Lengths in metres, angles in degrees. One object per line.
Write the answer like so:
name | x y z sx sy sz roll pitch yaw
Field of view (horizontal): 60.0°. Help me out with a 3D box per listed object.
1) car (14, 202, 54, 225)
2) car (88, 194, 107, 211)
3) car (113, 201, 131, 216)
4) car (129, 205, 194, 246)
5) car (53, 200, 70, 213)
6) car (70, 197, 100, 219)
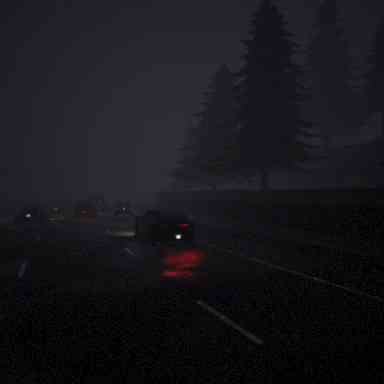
car | -11.923 1.629 25.025 1.994 1.385 4.181 0 0 -16
car | -12.052 1.307 42.030 2.150 2.045 5.566 0 0 -9
car | -6.913 1.607 33.450 2.033 1.411 5.357 0 0 -13
car | -1.430 1.526 15.559 1.837 1.490 4.892 0 0 -21
car | -14.823 1.616 37.474 1.812 1.442 4.674 0 0 -11
car | -9.765 1.543 30.624 1.882 1.535 5.008 0 0 -14
